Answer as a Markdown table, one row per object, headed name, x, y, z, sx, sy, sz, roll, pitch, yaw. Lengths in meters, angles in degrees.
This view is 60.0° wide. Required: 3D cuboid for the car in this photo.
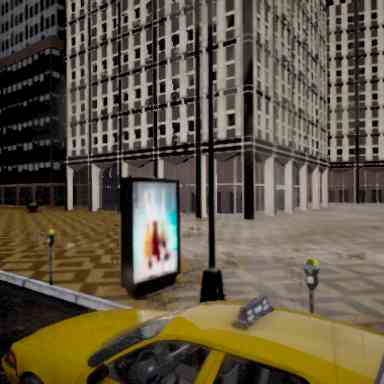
| name | x | y | z | sx | sy | sz | roll | pitch | yaw |
| --- | --- | --- | --- | --- | --- | --- | --- | --- | --- |
| car | 0.255 | 1.526 | 2.699 | 4.829 | 1.417 | 1.752 | 0 | 0 | 35 |
